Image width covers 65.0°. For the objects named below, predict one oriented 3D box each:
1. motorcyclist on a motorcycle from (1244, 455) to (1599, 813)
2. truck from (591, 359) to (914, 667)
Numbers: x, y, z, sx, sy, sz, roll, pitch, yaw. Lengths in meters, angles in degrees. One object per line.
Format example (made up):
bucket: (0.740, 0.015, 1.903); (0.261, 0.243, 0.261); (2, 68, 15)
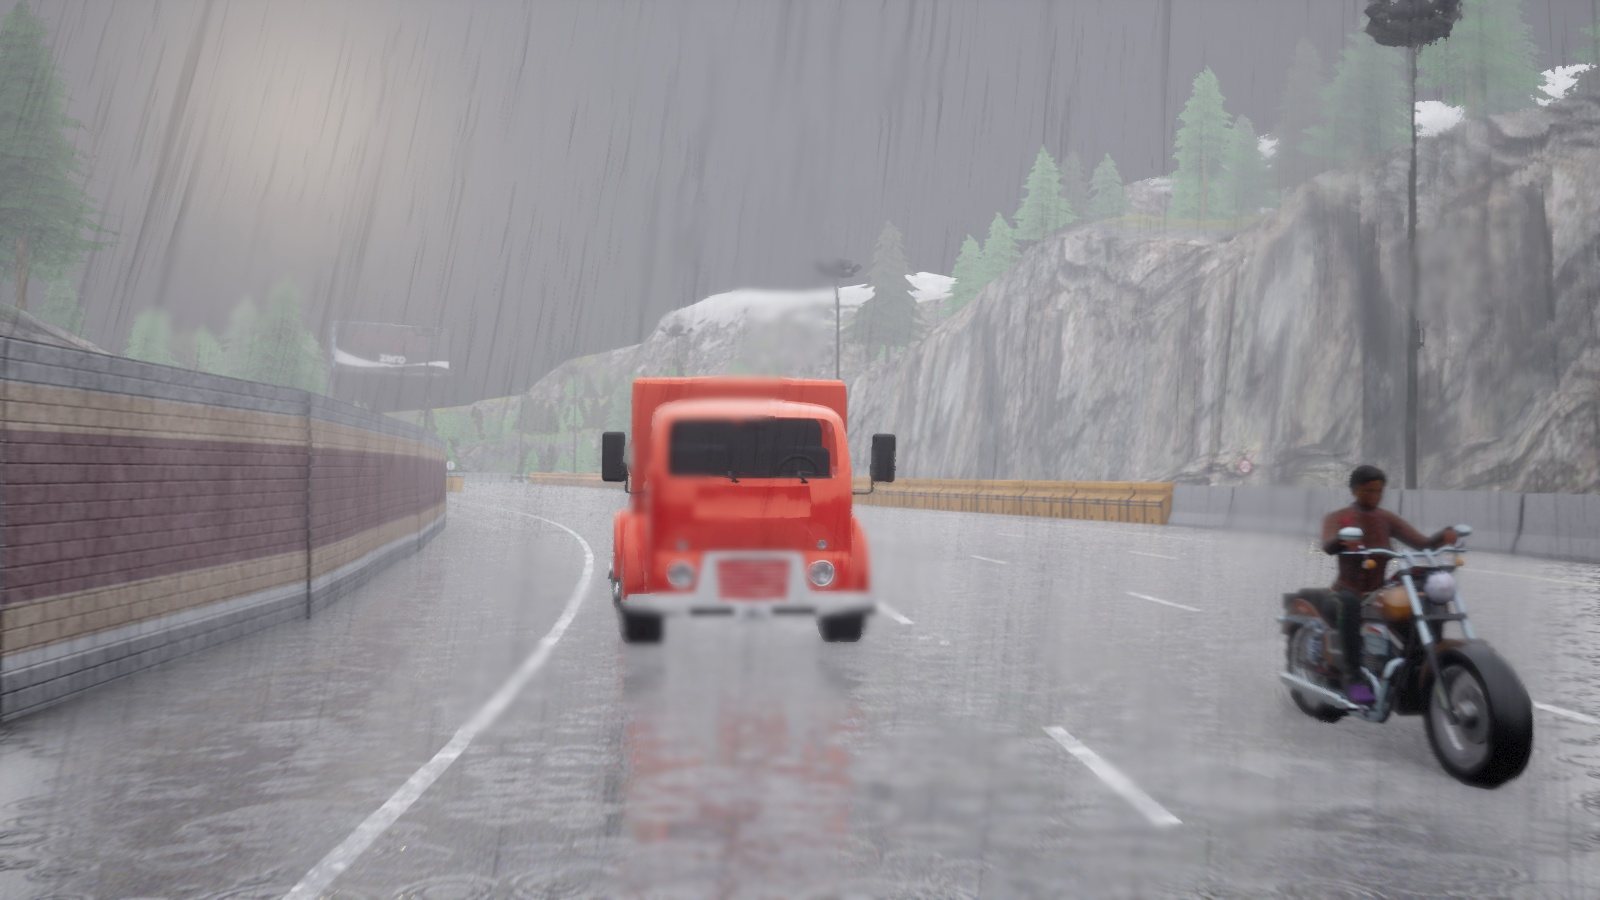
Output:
motorcyclist on a motorcycle: (3.355, 0.868, 7.018); (0.766, 1.649, 2.350); (-1, -1, -3)
truck: (-0.657, 0.546, 12.808); (2.627, 2.467, 5.204); (0, -1, -6)
